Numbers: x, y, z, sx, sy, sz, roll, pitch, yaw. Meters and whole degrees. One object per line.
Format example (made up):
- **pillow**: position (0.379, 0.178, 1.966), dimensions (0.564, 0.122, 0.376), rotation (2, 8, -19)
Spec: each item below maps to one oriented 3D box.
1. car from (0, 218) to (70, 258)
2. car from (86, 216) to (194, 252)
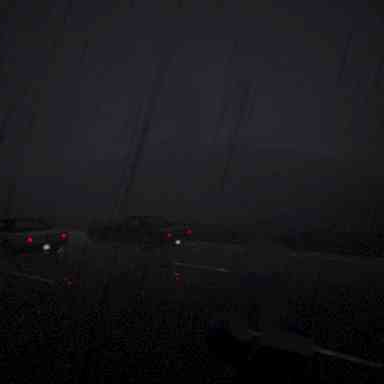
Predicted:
- **car**: position (-7.058, 1.698, 13.214), dimensions (4.718, 1.301, 1.895), rotation (-1, 0, 34)
- **car**: position (-2.359, 1.666, 14.206), dimensions (4.718, 1.301, 1.895), rotation (-1, 0, 35)
